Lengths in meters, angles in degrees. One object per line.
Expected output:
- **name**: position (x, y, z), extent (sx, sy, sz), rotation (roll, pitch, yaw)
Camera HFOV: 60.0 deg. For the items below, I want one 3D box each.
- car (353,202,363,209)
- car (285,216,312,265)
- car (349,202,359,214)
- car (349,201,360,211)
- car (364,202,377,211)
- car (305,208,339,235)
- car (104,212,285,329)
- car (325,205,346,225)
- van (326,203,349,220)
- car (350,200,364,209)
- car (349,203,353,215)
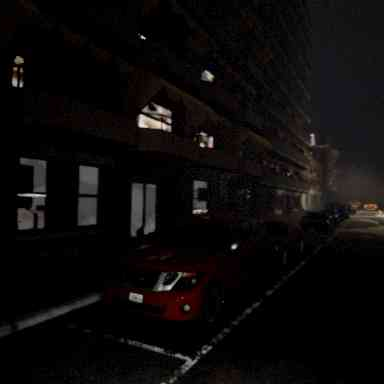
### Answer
- **car**: position (37.852, 3.020, 75.882), extent (1.887, 1.381, 4.507), rotation (1, 0, 29)
- **car**: position (2.993, 1.750, 12.433), extent (1.887, 1.381, 4.507), rotation (1, 0, 29)
- **car**: position (21.763, 2.437, 46.597), extent (2.008, 1.369, 4.403), rotation (1, 0, 29)
- **car**: position (24.364, 2.506, 51.330), extent (1.752, 1.417, 4.829), rotation (1, 0, 29)
- **car**: position (33.714, 2.597, 62.784), extent (2.097, 1.767, 4.553), rotation (0, -1, 29)
- **car**: position (8.355, 1.965, 22.194), extent (1.947, 1.339, 4.313), rotation (1, 0, 29)
- **car**: position (0.317, 1.423, 7.553), extent (2.192, 1.841, 5.009), rotation (1, 0, 29)
- **car**: position (11.037, 2.047, 27.075), extent (2.008, 1.369, 4.403), rotation (1, 0, 29)
- **van**: position (13.724, 1.935, 31.958), extent (1.690, 1.788, 3.998), rotation (1, 0, 29)
- **car**: position (29.814, 2.495, 61.241), extent (2.192, 1.841, 5.009), rotation (1, 0, 29)
- **car**: position (16.320, 2.213, 36.688), extent (1.752, 1.417, 4.829), rotation (1, 0, 29)
